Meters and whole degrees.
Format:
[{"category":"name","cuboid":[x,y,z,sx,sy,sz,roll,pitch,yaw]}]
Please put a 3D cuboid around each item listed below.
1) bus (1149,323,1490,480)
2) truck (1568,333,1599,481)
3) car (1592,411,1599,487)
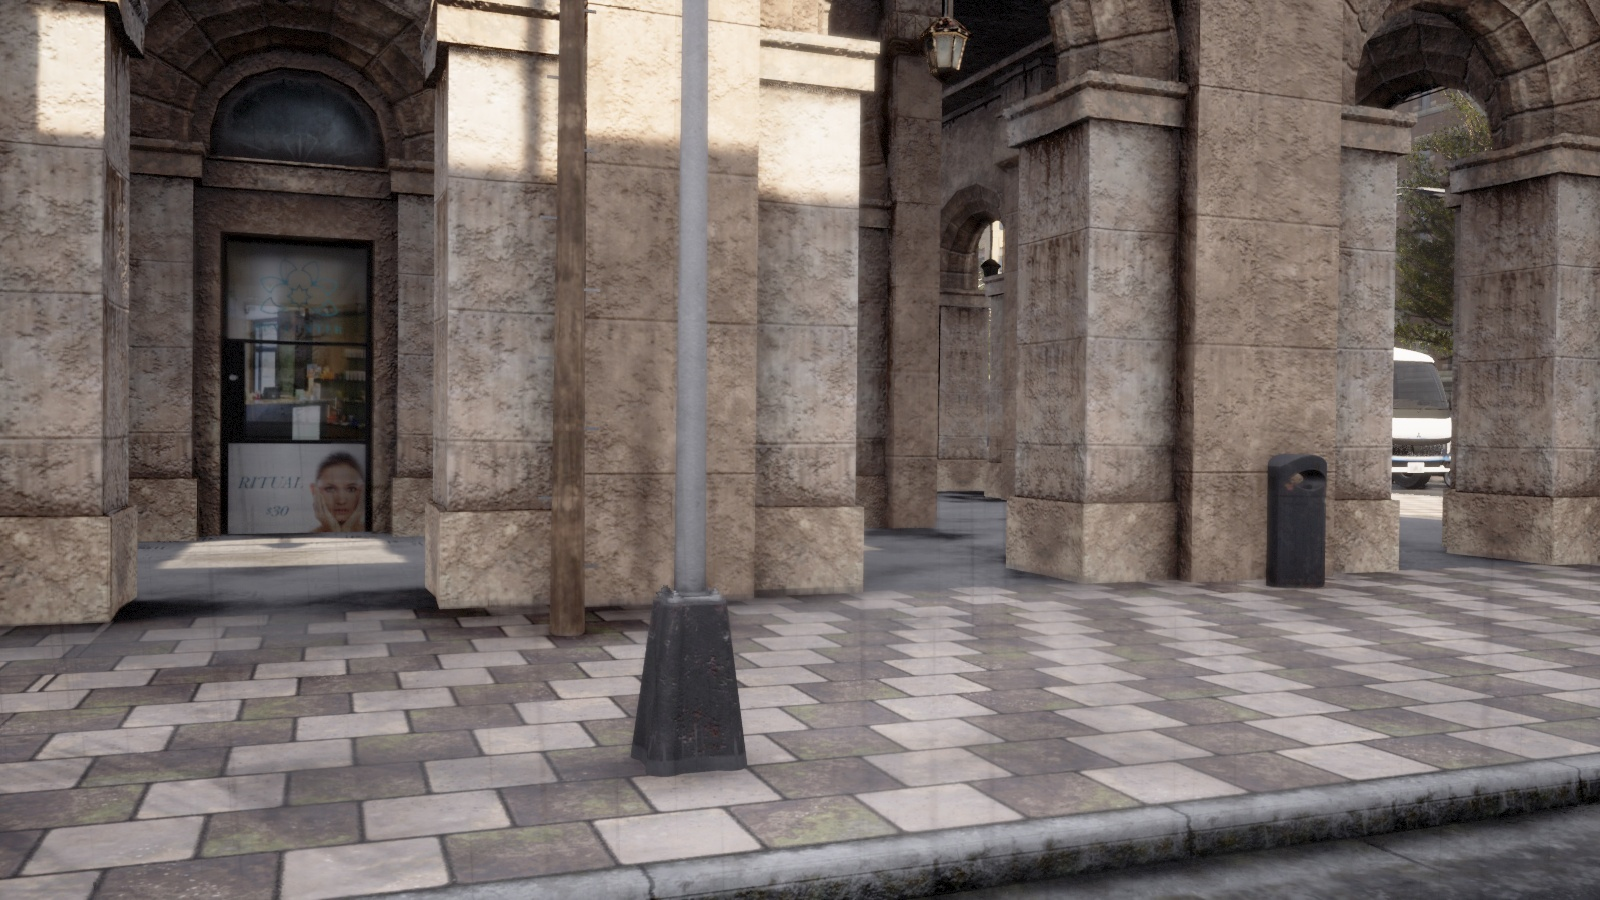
[{"category":"bus","cuboid":[15.800,-1.393,39.535,3.944,4.253,10.273,-1,1,-21]},{"category":"truck","cuboid":[23.223,-1.103,29.850,2.891,3.827,8.468,-1,1,-21]},{"category":"car","cuboid":[20.346,-0.014,27.671,2.097,1.767,4.553,-1,1,-20]}]
